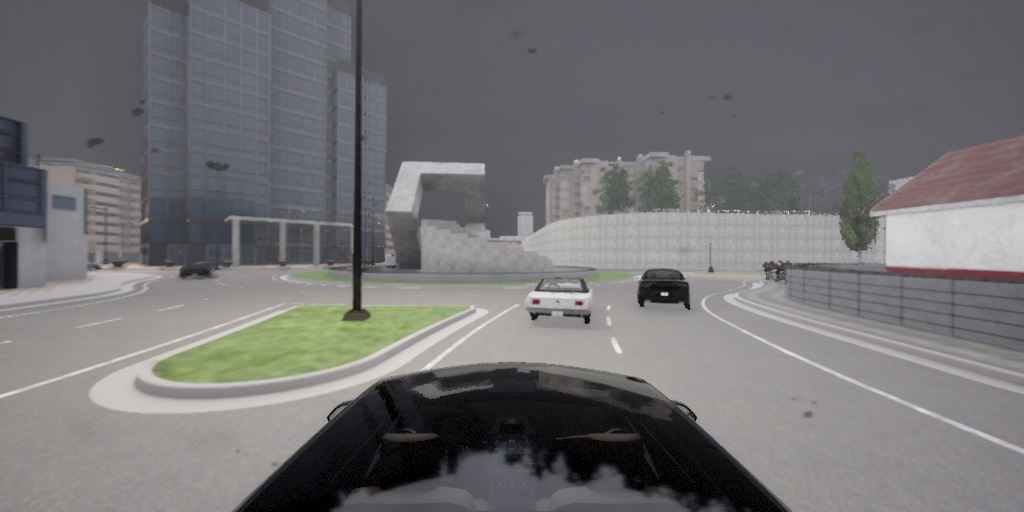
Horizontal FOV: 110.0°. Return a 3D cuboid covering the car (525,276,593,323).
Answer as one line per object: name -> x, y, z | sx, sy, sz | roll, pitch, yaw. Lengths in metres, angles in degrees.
car -> 1.805, 1.350, 12.309 | 1.895, 1.301, 4.718 | 0, 0, 13

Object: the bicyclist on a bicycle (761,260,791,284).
bicyclist on a bicycle -> 18.485, 1.151, 25.296 | 1.656, 1.620, 0.582 | 0, 0, 7

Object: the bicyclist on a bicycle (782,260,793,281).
bicyclist on a bicycle -> 22.326, 1.174, 29.043 | 0.582, 1.620, 1.656 | 1, 0, 34

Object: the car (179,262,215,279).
car -> -25.947, 1.134, 29.655 | 1.895, 1.301, 4.718 | 0, 0, -36

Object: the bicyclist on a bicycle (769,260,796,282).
bicyclist on a bicycle -> 21.579, 1.169, 28.640 | 0.582, 1.620, 1.656 | 0, 0, -36

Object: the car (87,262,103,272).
car -> -44.940, 0.940, 36.271 | 5.357, 1.411, 2.033 | 0, 0, 1

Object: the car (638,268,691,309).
car -> 6.507, 1.256, 15.480 | 1.882, 1.535, 5.008 | 0, 0, 21
